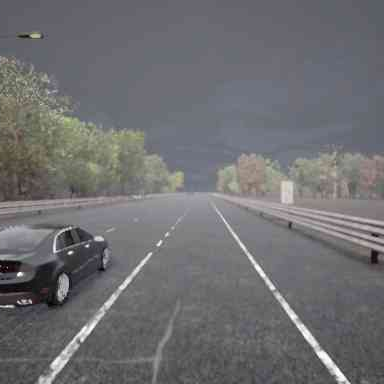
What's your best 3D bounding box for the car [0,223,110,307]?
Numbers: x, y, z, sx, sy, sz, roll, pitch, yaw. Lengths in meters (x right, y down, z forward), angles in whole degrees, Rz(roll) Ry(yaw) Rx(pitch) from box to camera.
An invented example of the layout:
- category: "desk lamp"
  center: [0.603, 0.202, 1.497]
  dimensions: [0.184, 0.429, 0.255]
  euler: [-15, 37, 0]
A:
- category: "car"
  center: [-3.385, 1.505, 7.937]
  dimensions: [1.837, 1.490, 4.892]
  euler: [0, 0, 2]
